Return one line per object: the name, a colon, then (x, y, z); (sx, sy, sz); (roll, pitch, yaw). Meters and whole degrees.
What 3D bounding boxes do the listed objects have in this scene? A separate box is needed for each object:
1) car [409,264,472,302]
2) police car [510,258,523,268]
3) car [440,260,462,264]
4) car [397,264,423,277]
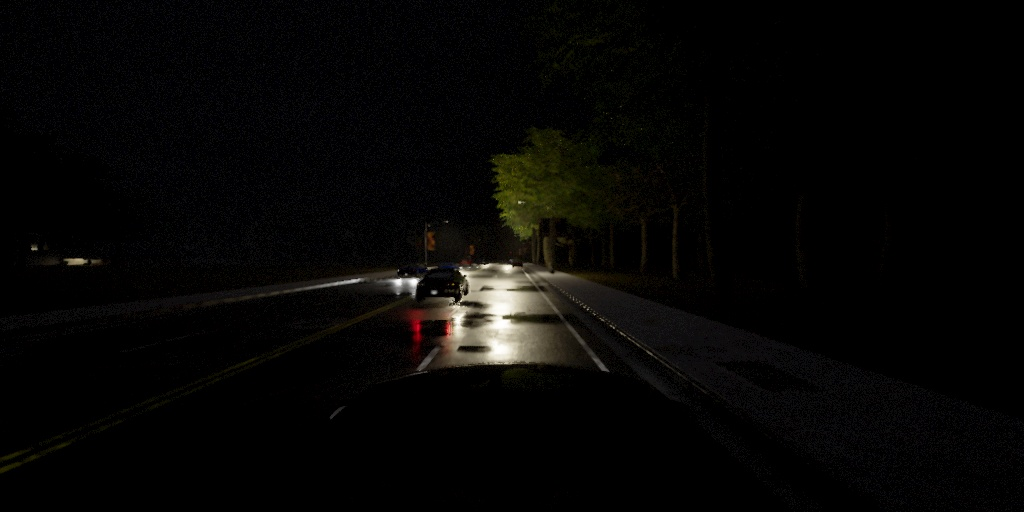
car: (-3.155, 1.292, 16.829); (1.812, 1.442, 4.674); (0, 0, 0)
police car: (1.005, 1.322, 64.052); (1.930, 1.638, 5.238); (0, 0, 0)
car: (-6.573, 1.331, 36.297); (1.812, 1.442, 4.674); (0, 0, 0)
car: (-9.826, 1.405, 35.509); (1.895, 1.301, 4.718); (0, 0, 0)
